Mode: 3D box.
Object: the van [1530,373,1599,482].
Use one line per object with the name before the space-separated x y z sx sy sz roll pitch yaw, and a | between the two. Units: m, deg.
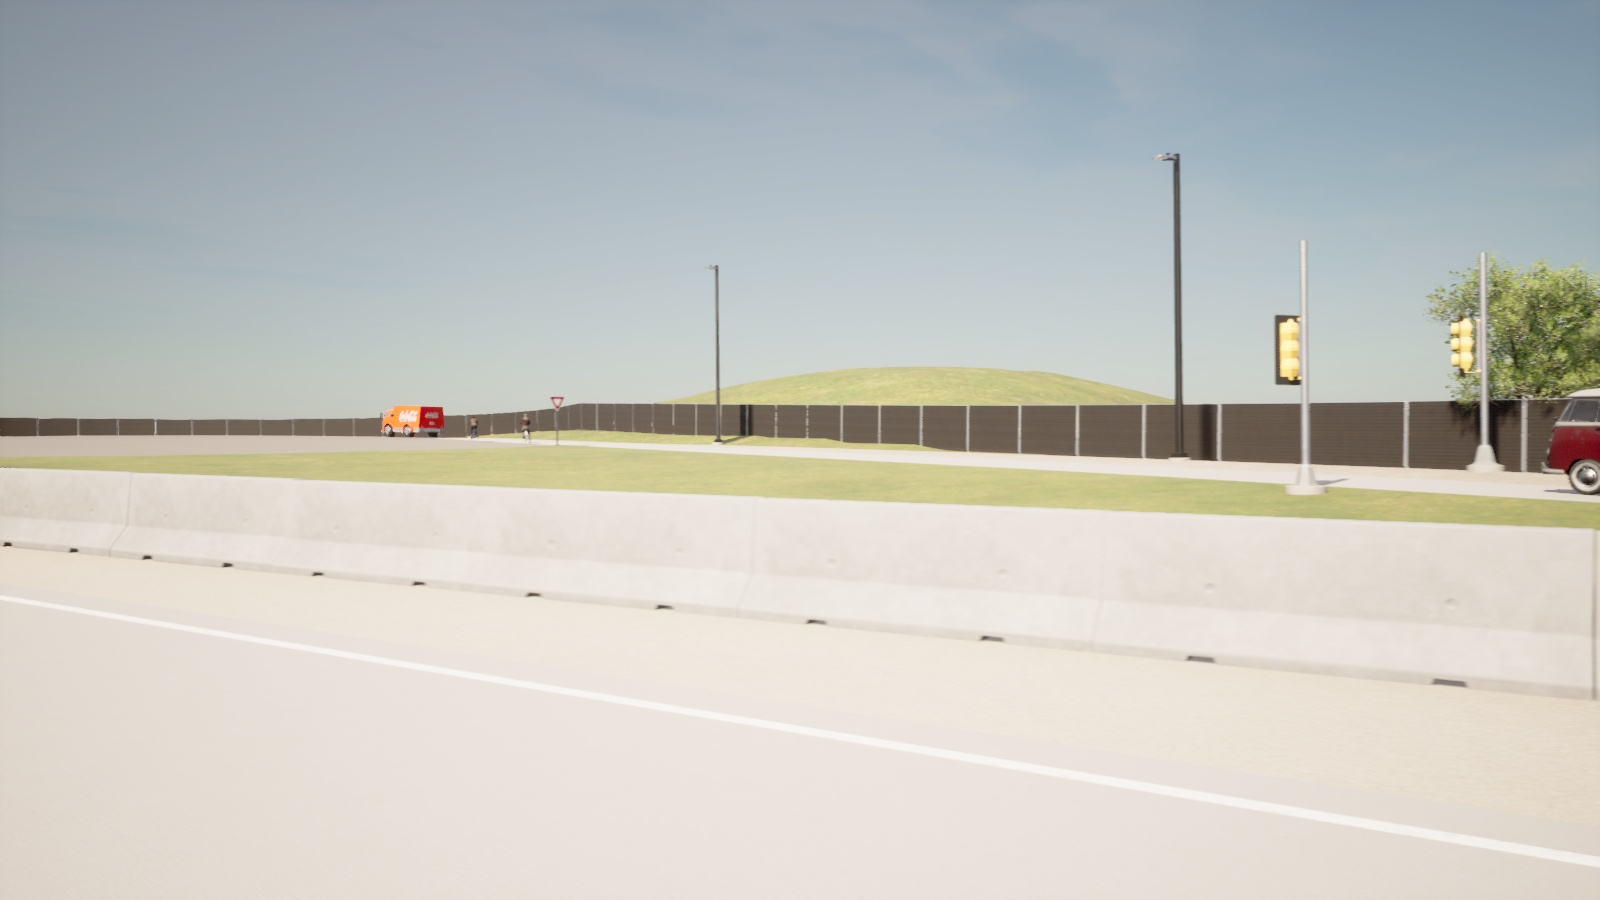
van | 15.792 -0.413 22.450 1.775 1.987 4.442 -2 2 -29
